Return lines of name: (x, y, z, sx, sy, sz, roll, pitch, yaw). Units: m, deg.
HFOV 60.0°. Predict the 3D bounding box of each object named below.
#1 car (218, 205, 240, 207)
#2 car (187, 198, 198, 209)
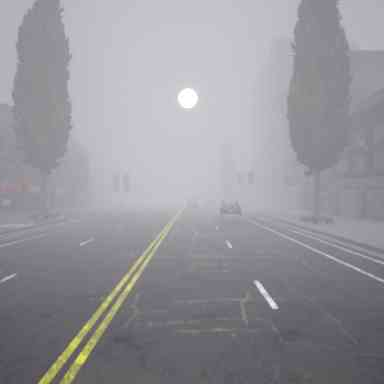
car: (3.268, 1.354, 29.569, 2.128, 1.511, 4.902, 0, -1, 0)
car: (0.134, 2.096, 55.782, 2.033, 1.411, 5.357, 0, -1, 0)
